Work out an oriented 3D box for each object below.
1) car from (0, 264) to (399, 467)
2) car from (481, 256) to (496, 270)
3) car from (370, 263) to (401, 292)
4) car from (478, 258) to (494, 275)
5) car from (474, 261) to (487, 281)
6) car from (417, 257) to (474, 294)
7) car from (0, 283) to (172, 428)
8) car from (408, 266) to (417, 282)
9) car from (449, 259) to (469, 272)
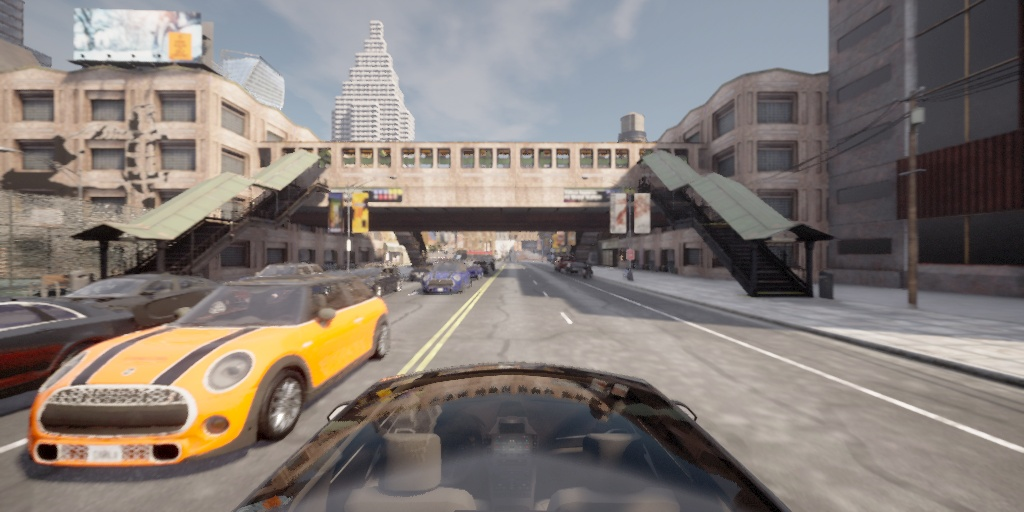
[{"bbox_3d":[-3.499,1.102,5.326,2.097,1.767,4.553,0,0,0],"label":"car"},{"bbox_3d":[-3.378,0.970,48.677,2.150,2.045,5.566,0,0,0],"label":"car"},{"bbox_3d":[-7.090,1.256,18.218,1.837,1.490,4.892,0,0,0],"label":"car"},{"bbox_3d":[-3.409,1.248,39.227,1.882,1.535,5.008,0,0,1],"label":"car"},{"bbox_3d":[-3.482,1.351,30.128,1.895,1.301,4.718,0,0,0],"label":"car"},{"bbox_3d":[-3.585,1.101,20.255,2.097,1.767,4.553,0,0,0],"label":"car"},{"bbox_3d":[-6.998,1.240,3.799,2.128,1.511,4.902,0,0,0],"label":"car"},{"bbox_3d":[-6.982,1.275,29.419,1.812,1.442,4.674,0,0,0],"label":"car"},{"bbox_3d":[-6.878,1.227,47.261,1.882,1.535,5.008,0,0,0],"label":"car"}]
